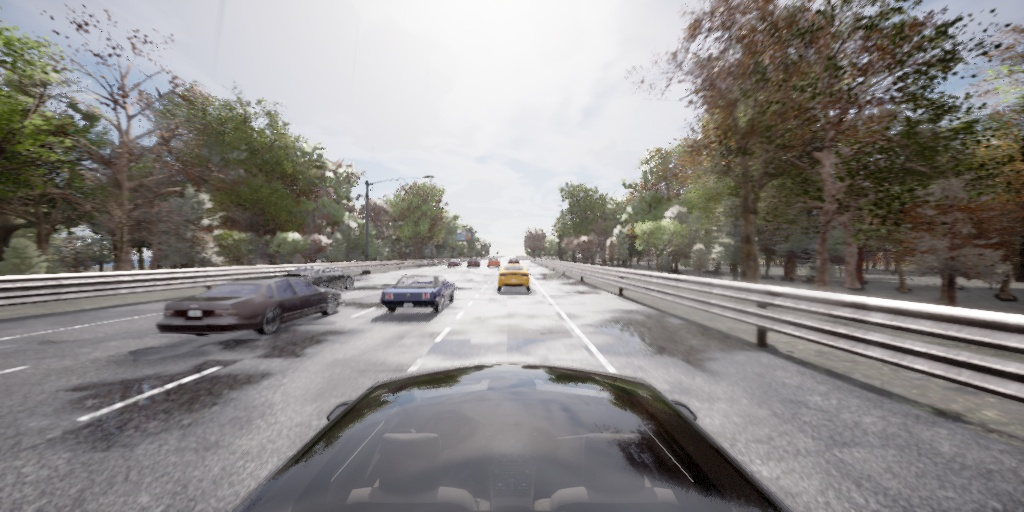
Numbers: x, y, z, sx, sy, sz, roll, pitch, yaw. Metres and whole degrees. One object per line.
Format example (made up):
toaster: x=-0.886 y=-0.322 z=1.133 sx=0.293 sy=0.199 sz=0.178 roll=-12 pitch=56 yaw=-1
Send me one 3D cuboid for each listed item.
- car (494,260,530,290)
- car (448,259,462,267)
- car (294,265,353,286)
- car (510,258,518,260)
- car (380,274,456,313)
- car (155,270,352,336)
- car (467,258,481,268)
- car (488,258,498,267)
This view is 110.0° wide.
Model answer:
car: x=0.105 y=1.227 z=22.350 sx=1.882 sy=1.535 sz=5.008 roll=0 pitch=0 yaw=0
car: x=-10.173 y=1.285 z=63.888 sx=1.812 sy=1.442 sz=4.674 roll=0 pitch=0 yaw=0
car: x=-10.401 y=1.243 z=19.487 sx=2.128 sy=1.511 sz=4.902 roll=0 pitch=0 yaw=0
car: x=0.328 y=1.110 z=64.282 sx=2.097 sy=1.767 sz=4.553 roll=0 pitch=0 yaw=0
car: x=-3.412 y=1.351 z=14.043 sx=1.895 sy=1.301 sz=4.718 roll=0 pitch=0 yaw=0
car: x=-6.922 y=1.298 z=10.347 sx=2.033 sy=1.411 sz=5.357 roll=0 pitch=0 yaw=0
car: x=-6.676 y=1.111 z=63.812 sx=2.097 sy=1.767 sz=4.553 roll=0 pitch=0 yaw=0
car: x=-3.173 y=1.110 z=64.168 sx=2.097 sy=1.767 sz=4.553 roll=0 pitch=0 yaw=0
